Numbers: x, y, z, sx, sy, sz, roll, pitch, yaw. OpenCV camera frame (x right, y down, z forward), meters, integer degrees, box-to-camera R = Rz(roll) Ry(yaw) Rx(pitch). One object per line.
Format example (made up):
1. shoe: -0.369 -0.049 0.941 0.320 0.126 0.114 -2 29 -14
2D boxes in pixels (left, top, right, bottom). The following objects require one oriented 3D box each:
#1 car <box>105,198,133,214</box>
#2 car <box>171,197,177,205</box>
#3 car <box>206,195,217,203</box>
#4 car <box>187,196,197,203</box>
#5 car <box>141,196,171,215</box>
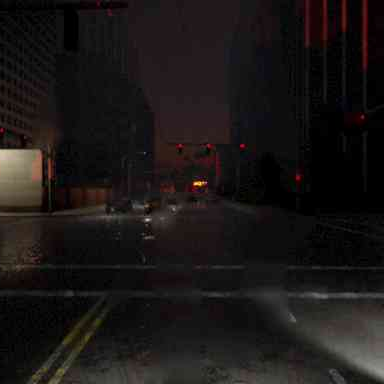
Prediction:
1. car: -7.233 1.390 33.454 2.128 1.511 4.902 0 0 4
2. car: -3.514 1.439 53.406 1.895 1.301 4.718 0 0 1
3. car: 3.528 1.338 61.744 1.812 1.442 4.674 0 0 0
4. car: 0.028 1.360 61.745 2.033 1.411 5.357 0 0 0
5. car: -3.478 1.252 32.939 2.097 1.767 4.553 0 0 -2
